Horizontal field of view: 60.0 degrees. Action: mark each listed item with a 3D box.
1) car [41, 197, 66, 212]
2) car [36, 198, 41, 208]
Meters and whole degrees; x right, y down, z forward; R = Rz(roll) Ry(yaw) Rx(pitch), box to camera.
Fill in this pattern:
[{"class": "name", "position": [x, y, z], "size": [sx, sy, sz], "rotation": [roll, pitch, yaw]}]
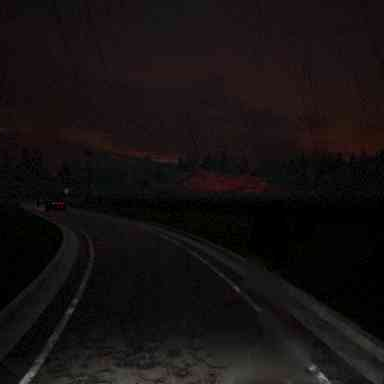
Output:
[{"class": "car", "position": [-15.826, 1.444, 38.553], "size": [2.128, 1.511, 4.902], "rotation": [0, 0, -29]}, {"class": "car", "position": [-20.965, 1.476, 47.523], "size": [1.812, 1.442, 4.674], "rotation": [0, 0, -29]}]
